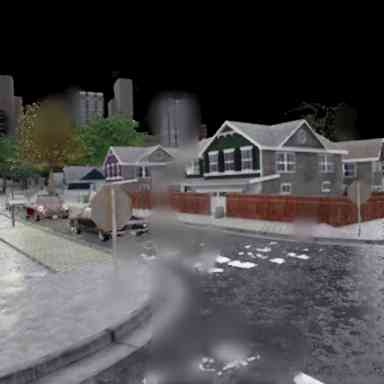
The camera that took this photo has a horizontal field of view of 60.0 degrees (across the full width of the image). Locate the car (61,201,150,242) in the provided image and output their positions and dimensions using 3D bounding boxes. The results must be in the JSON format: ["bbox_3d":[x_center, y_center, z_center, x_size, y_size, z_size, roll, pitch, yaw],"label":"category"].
[{"bbox_3d":[-4.117,1.317,15.690,2.033,1.411,5.357,-3,2,-39],"label":"car"}]

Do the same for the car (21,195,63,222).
[{"bbox_3d":[-10.356,1.031,23.645,2.097,1.767,4.553,-3,2,-37],"label":"car"}]

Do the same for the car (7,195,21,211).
[{"bbox_3d":[-17.751,1.076,33.961,1.812,1.442,4.674,-3,2,-34],"label":"car"}]
